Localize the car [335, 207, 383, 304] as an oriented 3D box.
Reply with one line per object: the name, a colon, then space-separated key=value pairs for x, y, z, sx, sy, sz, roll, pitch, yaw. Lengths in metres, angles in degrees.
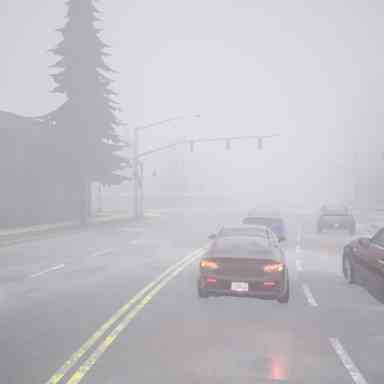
car: x=4.559 y=1.351 z=6.491 sx=2.097 sy=1.767 sz=4.553 roll=0 pitch=0 yaw=9

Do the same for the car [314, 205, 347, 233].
car: x=8.144 y=1.491 z=19.104 sx=2.128 sy=1.511 sz=4.902 roll=0 pitch=0 yaw=20

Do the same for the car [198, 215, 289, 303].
car: x=1.323 y=1.526 z=8.200 sx=1.812 sy=1.442 sz=4.674 roll=0 pitch=0 yaw=12

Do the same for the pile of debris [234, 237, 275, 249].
pile of debris: x=2.728 y=2.175 z=14.287 sx=1.500 sy=0.140 sz=1.860 roll=0 pitch=0 yaw=18

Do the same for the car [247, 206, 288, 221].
car: x=3.827 y=1.478 z=17.116 sx=1.882 sy=1.535 sz=5.008 roll=0 pitch=0 yaw=18
